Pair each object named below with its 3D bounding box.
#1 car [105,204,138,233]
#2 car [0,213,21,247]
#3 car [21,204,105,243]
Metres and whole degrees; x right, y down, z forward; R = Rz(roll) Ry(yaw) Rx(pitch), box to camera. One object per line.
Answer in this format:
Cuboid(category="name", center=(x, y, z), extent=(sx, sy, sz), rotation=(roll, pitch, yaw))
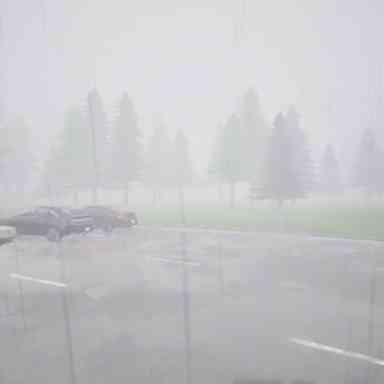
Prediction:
Cuboid(category="car", center=(-5.287, 1.424, 18.693), extent=(4.674, 1.442, 1.812), rotation=(0, 0, 23))
Cuboid(category="car", center=(-9.146, 1.549, 12.558), extent=(4.718, 1.301, 1.895), rotation=(0, 0, 20))
Cuboid(category="car", center=(-6.877, 1.415, 15.483), extent=(4.902, 1.511, 2.128), rotation=(0, 0, 21))
